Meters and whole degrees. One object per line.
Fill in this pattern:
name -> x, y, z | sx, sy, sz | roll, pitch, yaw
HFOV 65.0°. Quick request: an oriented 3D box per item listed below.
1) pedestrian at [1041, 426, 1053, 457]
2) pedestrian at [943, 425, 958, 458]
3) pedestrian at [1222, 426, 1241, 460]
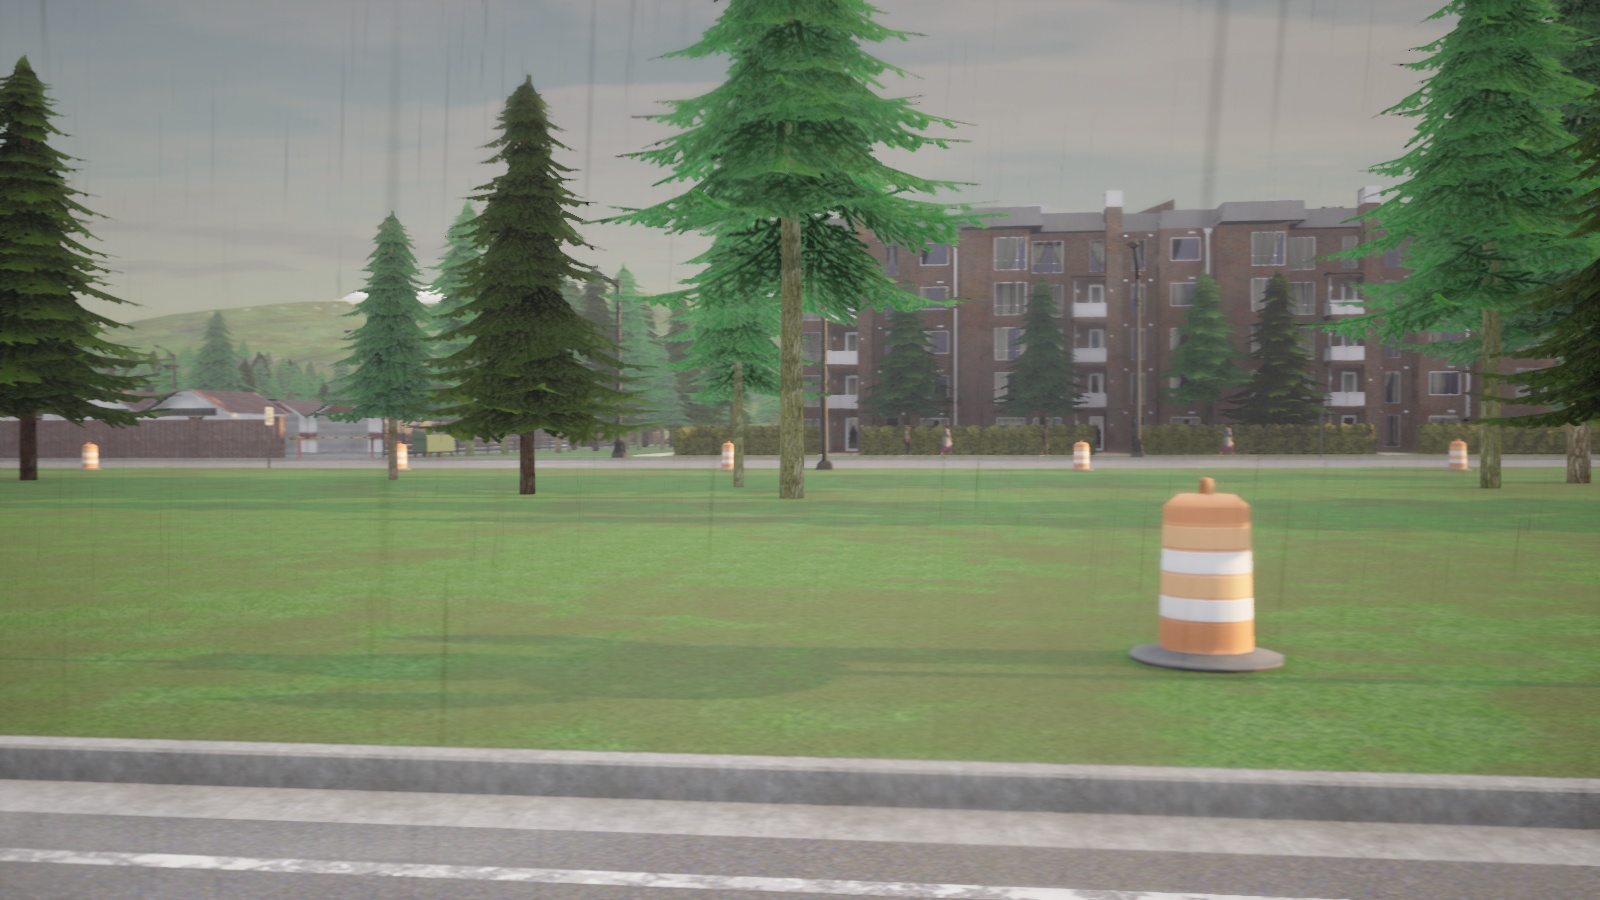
pedestrian -> 14.575, -0.492, 74.135 | 0.703, 1.840, 0.431 | 0, 1, 8
pedestrian -> 8.997, -0.531, 75.136 | 0.873, 1.952, 0.659 | 0, 1, 7
pedestrian -> 25.104, -0.429, 73.055 | 0.873, 1.952, 0.659 | 0, 1, 8
